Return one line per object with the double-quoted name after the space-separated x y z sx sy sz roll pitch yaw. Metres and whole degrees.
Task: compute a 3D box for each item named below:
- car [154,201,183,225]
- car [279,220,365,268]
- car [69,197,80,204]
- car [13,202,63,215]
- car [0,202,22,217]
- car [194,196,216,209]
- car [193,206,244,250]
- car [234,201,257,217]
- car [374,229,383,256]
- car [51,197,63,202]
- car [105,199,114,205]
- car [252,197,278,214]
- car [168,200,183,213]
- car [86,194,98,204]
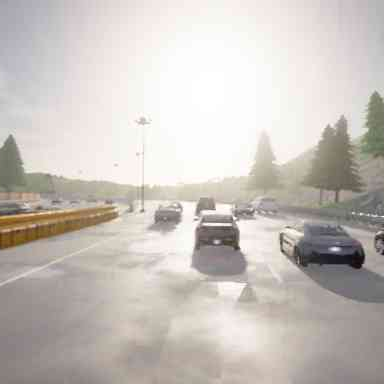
-1.807 1.691 26.111 2.128 1.511 4.902 0 0 2 "car"
4.391 1.681 11.847 1.994 1.385 4.181 0 0 4 "car"
-24.615 1.848 70.003 2.033 1.411 5.357 0 0 -14 "car"
-12.472 1.761 27.663 1.895 1.301 4.718 0 0 1 "car"
-15.962 1.663 29.444 1.837 1.490 4.892 0 -1 0 "car"
1.534 1.547 39.919 2.150 2.045 5.566 1 0 -3 "car"
1.117 1.633 15.067 1.837 1.490 4.892 0 0 4 "car"
5.182 1.905 35.174 1.895 1.301 4.718 0 0 -1 "car"
7.831 1.631 10.905 1.837 1.490 4.892 0 0 4 "car"
-27.980 1.767 69.042 1.882 1.535 5.008 0 0 -14 "car"
-17.081 2.025 68.912 1.895 1.301 4.718 0 0 -13 "car"
8.545 1.580 39.893 2.150 2.045 5.566 1 0 -3 "car"
-2.265 1.861 43.740 1.812 1.442 4.674 0 0 -5 "car"
-21.241 1.553 70.938 2.150 2.045 5.566 0 0 -14 "car"
